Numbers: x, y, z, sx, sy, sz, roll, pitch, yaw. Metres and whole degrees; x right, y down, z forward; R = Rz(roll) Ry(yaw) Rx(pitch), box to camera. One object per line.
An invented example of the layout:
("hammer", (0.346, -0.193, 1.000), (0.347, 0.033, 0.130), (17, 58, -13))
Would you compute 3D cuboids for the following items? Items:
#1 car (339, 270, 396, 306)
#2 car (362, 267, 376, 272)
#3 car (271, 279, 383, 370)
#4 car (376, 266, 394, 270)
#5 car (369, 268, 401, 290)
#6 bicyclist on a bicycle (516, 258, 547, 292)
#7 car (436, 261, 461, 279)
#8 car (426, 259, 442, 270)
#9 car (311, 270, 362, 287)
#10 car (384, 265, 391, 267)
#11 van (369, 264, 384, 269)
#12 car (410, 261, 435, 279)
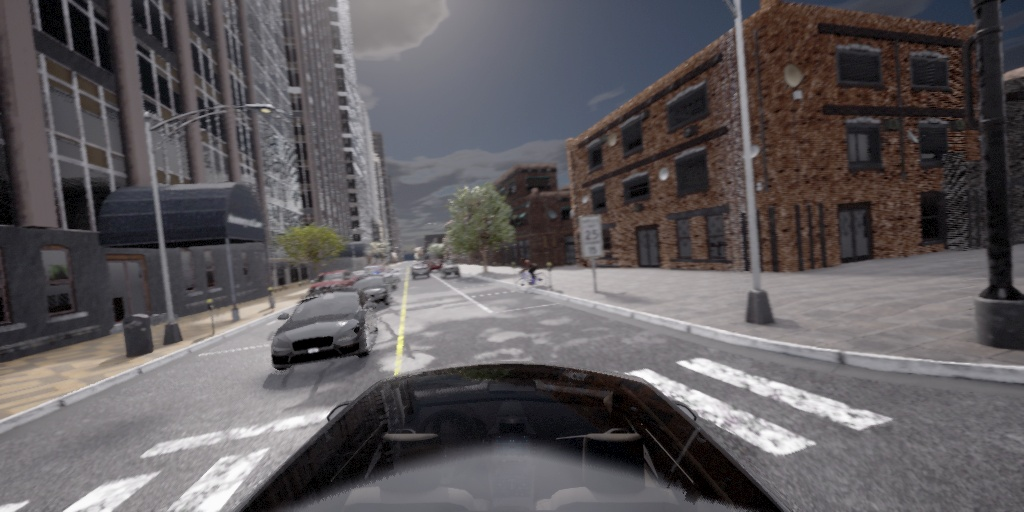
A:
("car", (-7.232, 1.760, 18.458), (1.837, 1.490, 4.892), (-6, 1, -16))
("car", (-14.120, 2.122, 33.321), (1.967, 1.591, 4.097), (0, 0, -16))
("car", (-4.631, 1.654, 9.420), (1.837, 1.490, 4.892), (-6, 1, -16))
("car", (-12.478, 2.067, 36.912), (1.895, 1.301, 4.718), (-6, 1, -16))
("car", (-9.775, 1.959, 27.374), (1.895, 1.301, 4.718), (-6, 1, -16))
("bicyclist on a bicycle", (0.846, 0.848, 17.541), (1.656, 1.620, 0.582), (-15, 3, -16))
("car", (-6.077, 1.429, 35.620), (2.007, 1.370, 4.403), (0, 0, -16))
("car", (-10.869, 1.388, 52.283), (2.192, 1.841, 5.009), (0, 0, -16))
("car", (-11.155, 1.882, 22.657), (2.192, 1.841, 5.009), (0, 0, -16))
("car", (-20.414, 2.250, 55.303), (2.192, 1.841, 5.009), (0, 0, -16))
("van", (-17.362, 2.153, 44.664), (1.690, 1.789, 3.998), (0, 0, -16))
("car", (-10.144, 1.687, 39.957), (2.128, 1.511, 4.902), (-6, 1, -15))
